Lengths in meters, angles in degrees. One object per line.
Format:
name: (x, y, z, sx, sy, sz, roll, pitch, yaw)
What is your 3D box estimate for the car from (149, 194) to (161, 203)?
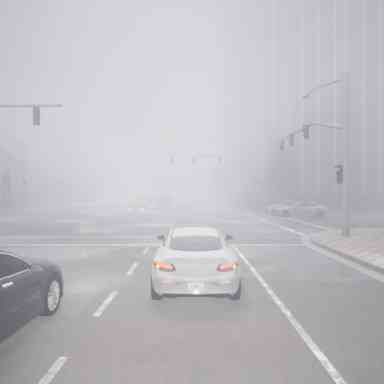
car: (-8.036, 1.355, 71.927, 2.097, 1.767, 4.553, 0, 0, -1)

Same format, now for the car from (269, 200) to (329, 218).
car: (9.495, 1.526, 29.015, 4.674, 1.442, 1.812, 0, 0, 0)

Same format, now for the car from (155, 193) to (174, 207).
car: (-4.171, 1.221, 52.657, 2.150, 2.045, 5.566, 0, 0, -1)

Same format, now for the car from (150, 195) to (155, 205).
car: (-7.951, 1.502, 60.504, 1.837, 1.490, 4.892, 0, 1, -1)

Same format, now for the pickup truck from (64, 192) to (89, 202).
pickup truck: (-24.637, 1.058, 70.312, 2.390, 2.098, 6.274, 0, 0, 30)

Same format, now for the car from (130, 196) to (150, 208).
car: (-7.796, 1.477, 48.718, 1.882, 1.535, 5.008, 0, 0, -1)

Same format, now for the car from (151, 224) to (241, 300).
car: (0.080, 1.526, 8.252, 1.812, 1.442, 4.674, 0, 0, 0)

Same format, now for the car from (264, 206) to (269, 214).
car: (9.422, 1.526, 32.513, 4.674, 1.442, 1.812, 0, 0, 0)

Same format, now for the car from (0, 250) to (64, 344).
car: (-3.434, 1.505, 4.603, 1.837, 1.490, 4.892, 0, 0, 1)
